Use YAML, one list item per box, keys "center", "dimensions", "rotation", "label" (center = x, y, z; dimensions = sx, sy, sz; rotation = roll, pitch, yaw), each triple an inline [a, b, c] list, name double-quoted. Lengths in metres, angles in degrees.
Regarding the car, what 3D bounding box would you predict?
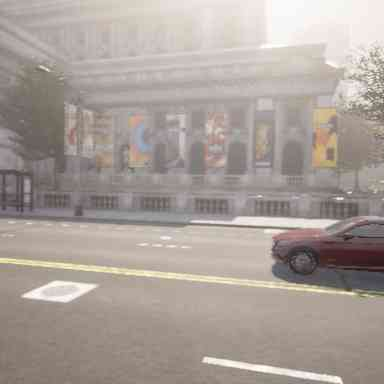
- center: [4.459, 1.354, 8.604]
  dimensions: [4.674, 1.442, 1.812]
  rotation: [1, 2, 15]
  label: "car"
